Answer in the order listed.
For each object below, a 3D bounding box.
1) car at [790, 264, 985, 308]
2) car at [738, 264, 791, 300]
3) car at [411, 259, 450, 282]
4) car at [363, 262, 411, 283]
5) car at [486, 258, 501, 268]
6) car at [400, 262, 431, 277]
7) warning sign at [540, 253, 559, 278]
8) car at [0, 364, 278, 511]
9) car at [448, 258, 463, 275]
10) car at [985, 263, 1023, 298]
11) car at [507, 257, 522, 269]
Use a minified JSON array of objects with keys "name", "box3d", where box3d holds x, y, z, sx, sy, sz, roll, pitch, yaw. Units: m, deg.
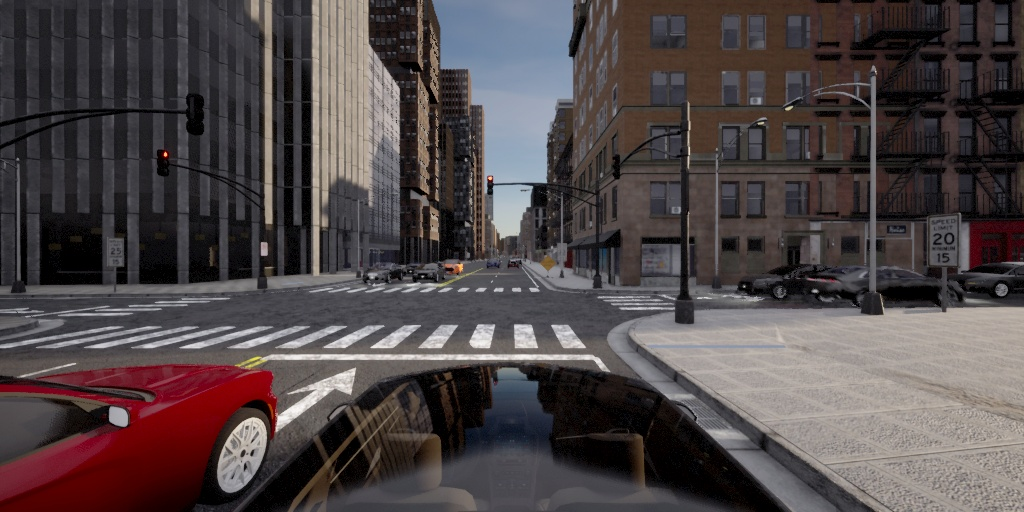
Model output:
[{"name":"car","box3d":[13.877,1.105,13.522,4.902,1.511,2.128,0,0,1]},{"name":"car","box3d":[12.907,1.116,16.232,4.892,1.490,1.837,0,0,-1]},{"name":"car","box3d":[-6.537,1.258,28.656,1.837,1.490,4.892,0,0,0]},{"name":"car","box3d":[-9.800,1.244,27.655,2.128,1.511,4.902,0,0,1]},{"name":"car","box3d":[-3.054,1.119,59.451,2.097,1.767,4.553,0,0,1]},{"name":"car","box3d":[-9.758,1.320,36.568,1.994,1.385,4.181,0,0,1]},{"name":"warning sign","box3d":[2.915,0.868,29.098,1.300,1.860,1.060,0,0,0]},{"name":"car","box3d":[-3.154,1.228,1.379,1.882,1.535,5.008,0,0,0]},{"name":"car","box3d":[-6.511,1.109,38.432,2.097,1.767,4.553,0,0,0]},{"name":"car","box3d":[22.304,1.048,16.149,4.892,1.490,1.837,0,0,0]},{"name":"car","box3d":[0.189,1.271,58.703,1.837,1.490,4.892,0,0,0]}]
